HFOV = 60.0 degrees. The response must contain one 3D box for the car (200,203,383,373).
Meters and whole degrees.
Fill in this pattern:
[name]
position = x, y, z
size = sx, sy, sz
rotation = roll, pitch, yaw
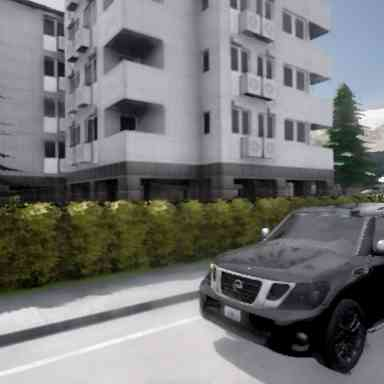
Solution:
[car]
position = 2.757, 1.252, 6.067
size = 5.566, 2.045, 2.150
rotation = 0, -1, -36
